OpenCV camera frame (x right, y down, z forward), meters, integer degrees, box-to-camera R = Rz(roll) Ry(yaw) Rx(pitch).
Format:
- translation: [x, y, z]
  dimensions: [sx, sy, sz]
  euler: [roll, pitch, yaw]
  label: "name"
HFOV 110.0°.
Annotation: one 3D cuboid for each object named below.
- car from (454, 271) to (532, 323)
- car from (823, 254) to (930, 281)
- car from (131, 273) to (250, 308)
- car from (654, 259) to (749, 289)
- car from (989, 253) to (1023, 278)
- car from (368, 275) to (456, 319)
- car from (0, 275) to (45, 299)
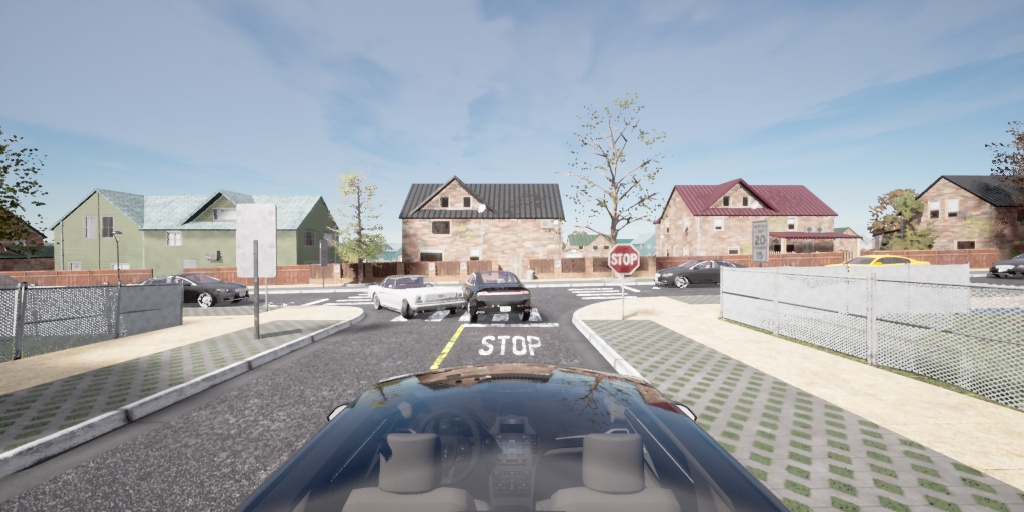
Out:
- translation: [-0.686, 1.243, 12.192]
  dimensions: [2.128, 1.511, 4.902]
  euler: [0, 0, -12]
  label: "car"
- translation: [19.761, 0.690, 19.637]
  dimensions: [5.008, 1.535, 1.882]
  euler: [-1, 1, -1]
  label: "car"
- translation: [-14.903, 1.567, 16.547]
  dimensions: [4.902, 1.511, 2.128]
  euler: [-1, 1, 0]
  label: "car"
- translation: [10.330, 0.926, 19.600]
  dimensions: [4.902, 1.511, 2.128]
  euler: [-1, 1, 0]
  label: "car"
- translation: [29.385, 0.478, 19.673]
  dimensions: [4.902, 1.511, 2.128]
  euler: [-1, 1, 0]
  label: "car"
- translation: [-3.602, 1.368, 13.051]
  dimensions: [1.895, 1.301, 4.718]
  euler: [0, 0, -38]
  label: "car"
- translation: [-24.240, 1.648, 16.507]
  dimensions: [4.553, 1.767, 2.097]
  euler: [-1, 1, 0]
  label: "car"
